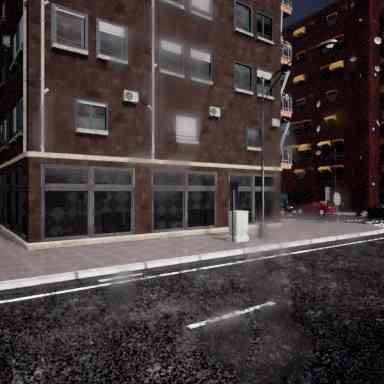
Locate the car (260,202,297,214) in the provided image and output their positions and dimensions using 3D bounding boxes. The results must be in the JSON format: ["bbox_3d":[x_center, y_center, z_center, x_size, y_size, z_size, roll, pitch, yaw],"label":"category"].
[{"bbox_3d":[10.853,1.920,41.920,1.947,1.339,4.313,-1,0,-36],"label":"car"}]

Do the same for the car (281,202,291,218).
[{"bbox_3d":[7.205,1.862,32.719,1.802,1.307,4.206,-1,0,-36],"label":"car"}]

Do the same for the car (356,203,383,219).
[{"bbox_3d":[16.999,1.644,28.841,5.008,1.535,1.882,-1,0,45],"label":"car"}]

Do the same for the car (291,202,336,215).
[{"bbox_3d":[13.970,1.828,37.607,1.887,1.381,4.507,-1,0,-36],"label":"car"}]
